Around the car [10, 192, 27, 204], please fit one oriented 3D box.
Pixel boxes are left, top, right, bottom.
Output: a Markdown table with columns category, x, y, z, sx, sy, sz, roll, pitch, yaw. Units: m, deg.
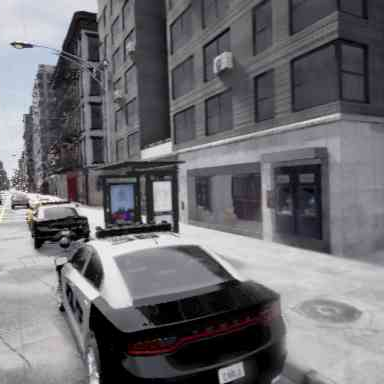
| category | x | y | z | sx | sy | sz | roll | pitch | yaw |
| --- | --- | --- | --- | --- | --- | --- | --- | --- | --- |
| car | -25.432 | 0.885 | 48.739 | 2.128 | 1.511 | 4.902 | -3 | 2 | -28 |

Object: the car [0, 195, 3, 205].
| category | x | y | z | sx | sy | sz | roll | pitch | yaw |
| --- | --- | --- | --- | --- | --- | --- | --- | --- | --- |
| car | -27.521 | 0.890 | 46.285 | 2.097 | 1.767 | 4.553 | -3 | 2 | -28 |

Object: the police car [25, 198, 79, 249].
| category | x | y | z | sx | sy | sz | roll | pitch | yaw |
| --- | --- | --- | --- | --- | --- | --- | --- | --- | --- |
| police car | -5.641 | 1.187 | 13.870 | 1.930 | 1.638 | 5.238 | -3 | 2 | -28 |

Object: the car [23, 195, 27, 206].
| category | x | y | z | sx | sy | sz | roll | pitch | yaw |
| --- | --- | --- | --- | --- | --- | --- | --- | --- | --- |
| car | -8.522 | 1.157 | 19.225 | 1.801 | 1.575 | 5.366 | -3 | 2 | -28 |

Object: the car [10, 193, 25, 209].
| category | x | y | z | sx | sy | sz | roll | pitch | yaw |
| --- | --- | --- | --- | --- | --- | --- | --- | --- | --- |
| car | -19.319 | 1.074 | 37.434 | 2.033 | 1.411 | 5.357 | -3 | 2 | -28 |

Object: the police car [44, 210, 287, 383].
| category | x | y | z | sx | sy | sz | roll | pitch | yaw |
| --- | --- | --- | --- | --- | --- | --- | --- | --- | --- |
| police car | -0.901 | 1.288 | 5.066 | 1.930 | 1.638 | 5.238 | -3 | 2 | -28 |
